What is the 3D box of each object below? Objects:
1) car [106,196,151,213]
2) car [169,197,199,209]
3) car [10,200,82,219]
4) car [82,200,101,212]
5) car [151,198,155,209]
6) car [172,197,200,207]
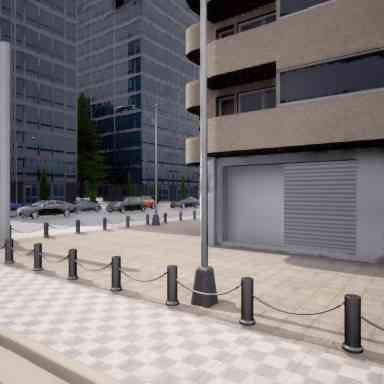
[{"bbox_3d":[-7.034,1.297,35.796,2.097,1.767,4.553,0,0,36],"label":"car"},{"bbox_3d":[-0.962,1.449,44.194,1.837,1.490,4.892,0,0,36],"label":"car"},{"bbox_3d":[-12.376,1.436,28.394,2.128,1.511,4.902,0,0,36],"label":"car"},{"bbox_3d":[-11.709,1.508,35.291,1.994,1.385,4.181,0,0,36],"label":"car"},{"bbox_3d":[-6.767,1.297,42.140,2.097,1.767,4.553,0,0,36],"label":"car"},{"bbox_3d":[-0.802,1.470,50.370,1.812,1.442,4.674,0,0,36],"label":"car"}]
